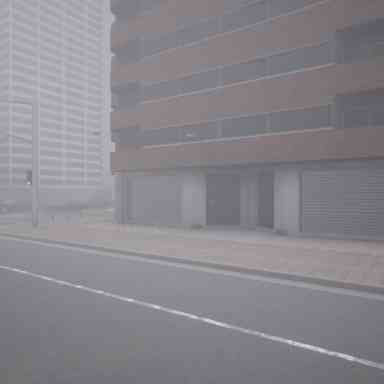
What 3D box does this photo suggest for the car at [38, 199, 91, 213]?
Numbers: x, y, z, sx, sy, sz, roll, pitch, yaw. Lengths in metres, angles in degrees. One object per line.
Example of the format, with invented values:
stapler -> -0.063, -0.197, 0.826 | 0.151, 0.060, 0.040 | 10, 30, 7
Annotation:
car -> -13.867, 1.601, 36.443 | 1.895, 1.301, 4.718 | 0, 0, 35

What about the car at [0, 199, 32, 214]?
car -> -18.731, 1.478, 35.579 | 1.882, 1.535, 5.008 | 0, 0, 35

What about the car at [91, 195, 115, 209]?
car -> -12.779, 1.505, 44.135 | 1.837, 1.490, 4.892 | 0, 0, 35
